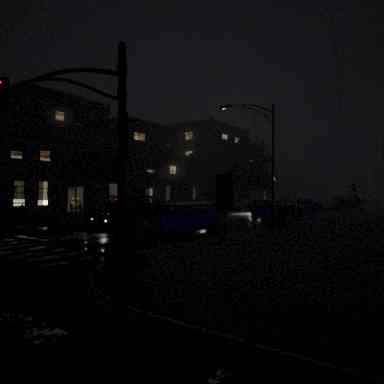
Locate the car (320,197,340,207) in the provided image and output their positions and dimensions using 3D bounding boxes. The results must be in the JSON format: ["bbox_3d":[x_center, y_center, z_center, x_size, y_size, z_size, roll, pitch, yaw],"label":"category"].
[{"bbox_3d":[22.731,1.658,54.698,1.882,1.535,5.008,1,0,35],"label":"car"}]

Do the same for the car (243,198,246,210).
[{"bbox_3d":[8.471,1.580,39.949,2.128,1.511,4.902,1,0,35],"label":"car"}]

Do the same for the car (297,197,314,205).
[{"bbox_3d":[21.604,1.706,63.165,1.887,1.381,4.507,0,0,35],"label":"car"}]

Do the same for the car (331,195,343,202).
[{"bbox_3d":[37.483,1.713,85.750,1.967,1.590,4.097,0,0,35],"label":"car"}]

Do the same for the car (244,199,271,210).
[{"bbox_3d":[8.901,1.629,45.098,1.887,1.381,4.507,0,0,35],"label":"car"}]

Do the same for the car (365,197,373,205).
[{"bbox_3d":[34.801,1.810,67.365,1.887,1.381,4.507,0,0,35],"label":"car"}]

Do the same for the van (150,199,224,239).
[{"bbox_3d":[-0.133,1.407,17.677,1.690,1.788,3.998,0,0,35],"label":"van"}]

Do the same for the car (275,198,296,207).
[{"bbox_3d":[15.252,1.666,54.131,1.887,1.381,4.507,0,0,35],"label":"car"}]

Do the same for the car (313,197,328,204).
[{"bbox_3d":[27.857,1.729,72.060,1.752,1.417,4.829,0,0,35],"label":"car"}]

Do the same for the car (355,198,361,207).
[{"bbox_3d":[25.275,1.517,53.814,2.192,1.841,5.009,0,0,35],"label":"car"}]

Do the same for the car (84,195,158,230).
[{"bbox_3d":[-4.294,1.248,21.821,2.150,2.045,5.566,1,0,35],"label":"car"}]

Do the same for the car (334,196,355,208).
[{"bbox_3d":[22.099,1.497,49.297,2.192,1.841,5.009,0,0,35],"label":"car"}]

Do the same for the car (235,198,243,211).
[{"bbox_3d":[5.726,1.507,40.581,1.967,1.590,4.097,0,0,35],"label":"car"}]

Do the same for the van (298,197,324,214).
[{"bbox_3d":[12.571,1.469,35.745,1.690,1.788,3.998,0,0,35],"label":"van"}]

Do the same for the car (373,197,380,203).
[{"bbox_3d":[44.328,1.900,80.916,1.947,1.339,4.313,0,0,35],"label":"car"}]

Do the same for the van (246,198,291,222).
[{"bbox_3d":[6.219,1.436,26.712,1.690,1.788,3.998,0,0,35],"label":"van"}]

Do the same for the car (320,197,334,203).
[{"bbox_3d":[31.131,1.793,76.716,1.947,1.339,4.313,0,0,35],"label":"car"}]

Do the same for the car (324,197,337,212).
[{"bbox_3d":[15.844,1.671,40.402,1.752,1.417,4.829,0,0,35],"label":"car"}]

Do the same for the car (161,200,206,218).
[{"bbox_3d":[-0.725,1.559,31.407,1.752,1.417,4.829,0,0,35],"label":"car"}]

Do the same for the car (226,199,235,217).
[{"bbox_3d":[1.703,1.531,30.348,1.882,1.535,5.008,1,0,35],"label":"car"}]

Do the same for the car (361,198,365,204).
[{"bbox_3d":[28.547,1.748,58.470,1.752,1.417,4.829,0,0,35],"label":"car"}]

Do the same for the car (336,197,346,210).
[{"bbox_3d":[18.921,1.729,44.779,1.947,1.339,4.313,0,0,35],"label":"car"}]

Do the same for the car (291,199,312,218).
[{"bbox_3d":[9.393,1.656,31.228,1.887,1.381,4.507,0,0,35],"label":"car"}]
